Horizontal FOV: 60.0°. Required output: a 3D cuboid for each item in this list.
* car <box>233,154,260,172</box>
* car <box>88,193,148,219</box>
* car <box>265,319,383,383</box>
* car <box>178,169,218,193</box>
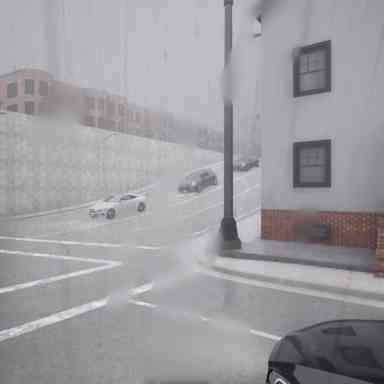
[{"bbox_3d":[6.209,-3.504,39.375,2.097,1.767,4.553,0,14,35],"label":"car"},{"bbox_3d":[-5.096,0.864,23.324,1.812,1.442,4.674,0,7,35],"label":"car"},{"bbox_3d":[2.752,1.526,2.008,4.674,1.442,1.812,0,0,36],"label":"car"},{"bbox_3d":[0.526,-1.125,31.352,2.097,1.767,4.553,0,13,34],"label":"car"}]
